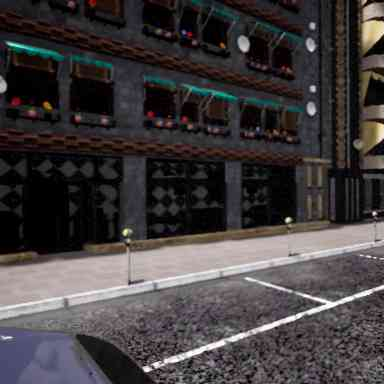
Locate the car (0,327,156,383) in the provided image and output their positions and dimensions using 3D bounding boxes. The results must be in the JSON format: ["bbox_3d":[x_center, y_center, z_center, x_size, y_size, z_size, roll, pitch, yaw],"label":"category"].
[{"bbox_3d":[-2.087,1.564,1.569,4.181,1.385,1.994,0,0,-35],"label":"car"}]
